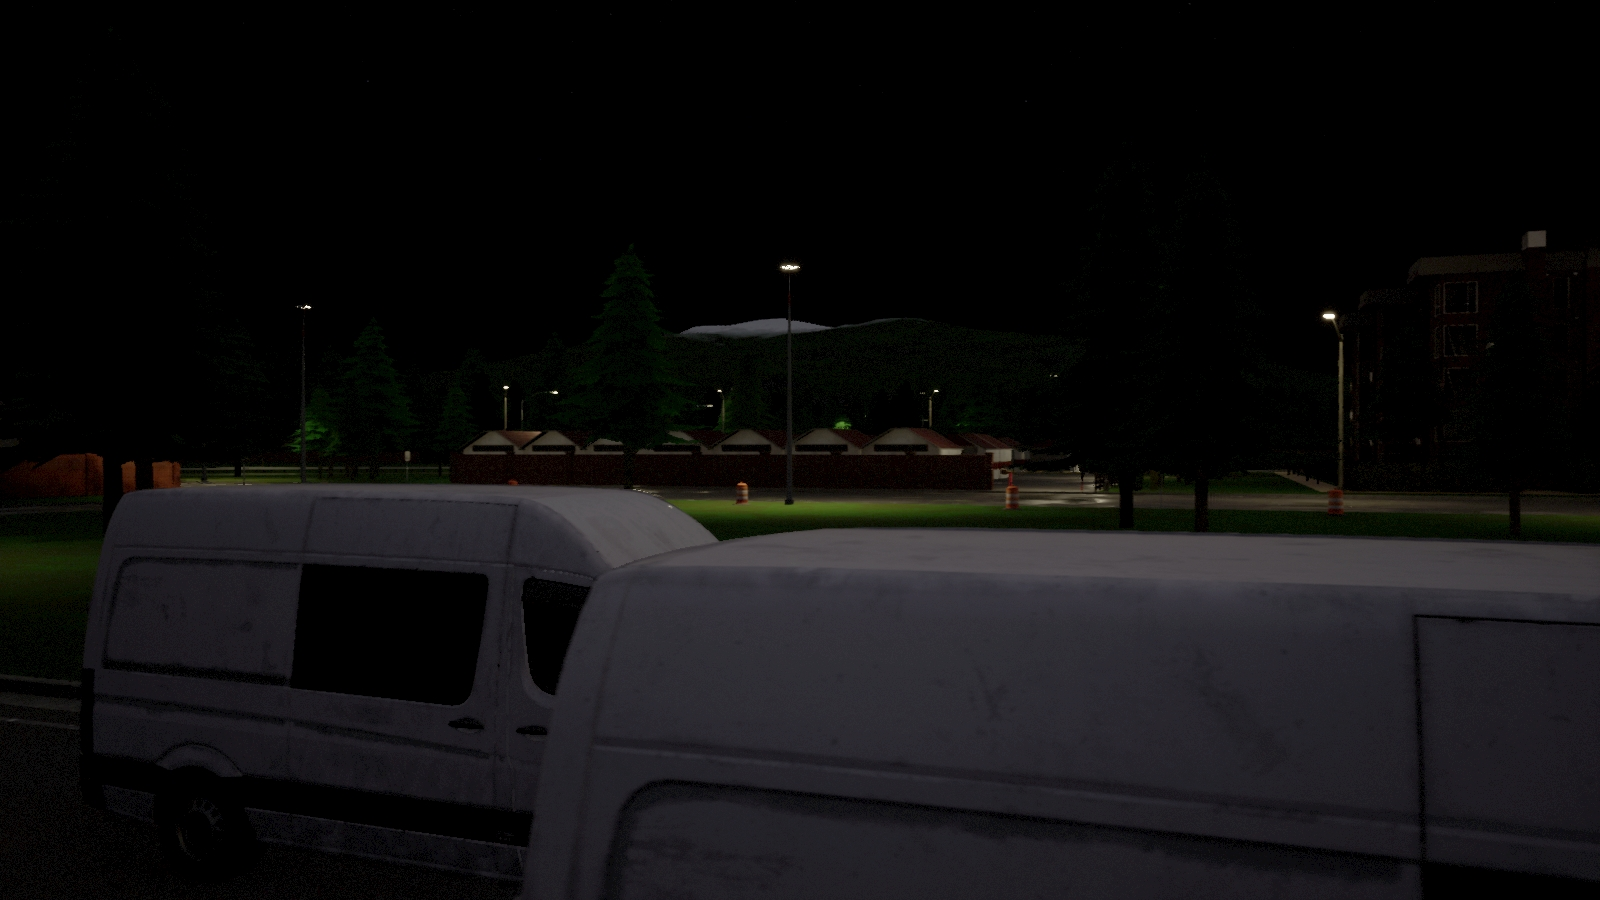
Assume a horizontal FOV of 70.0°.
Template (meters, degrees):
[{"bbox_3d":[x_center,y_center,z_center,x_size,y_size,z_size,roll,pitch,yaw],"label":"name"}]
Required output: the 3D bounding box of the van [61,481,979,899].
[{"bbox_3d":[-1.925,1.536,7.728,5.915,2.561,1.988,0,0,20],"label":"van"}]

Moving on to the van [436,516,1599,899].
[{"bbox_3d":[2.312,1.534,2.462,5.915,2.561,1.988,0,0,20],"label":"van"}]
